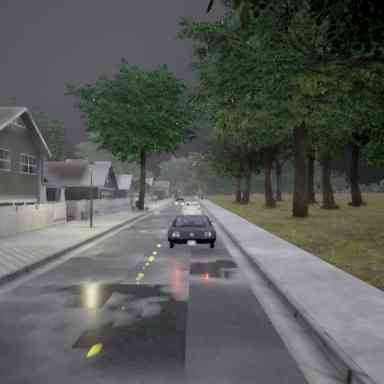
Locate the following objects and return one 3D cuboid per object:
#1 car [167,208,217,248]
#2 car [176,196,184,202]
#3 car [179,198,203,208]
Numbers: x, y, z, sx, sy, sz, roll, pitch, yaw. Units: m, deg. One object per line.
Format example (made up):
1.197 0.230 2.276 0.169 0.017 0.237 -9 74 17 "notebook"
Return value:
0.000 1.621 14.697 1.895 1.301 4.718 0 0 0 "car"
-2.750 1.657 75.920 1.895 1.301 4.718 0 0 0 "car"
0.000 1.555 29.670 1.812 1.442 4.674 0 0 0 "car"
